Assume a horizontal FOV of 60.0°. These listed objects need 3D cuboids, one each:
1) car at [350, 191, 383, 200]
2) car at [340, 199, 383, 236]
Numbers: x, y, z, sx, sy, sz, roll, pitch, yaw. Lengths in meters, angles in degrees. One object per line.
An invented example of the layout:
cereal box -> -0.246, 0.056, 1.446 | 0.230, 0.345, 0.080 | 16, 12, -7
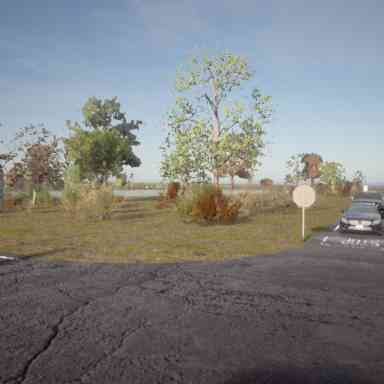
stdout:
car -> 14.041, 0.948, 26.573 | 2.150, 2.045, 5.566 | 1, 1, 29
car -> 8.918, 1.337, 17.446 | 1.812, 1.442, 4.674 | 1, 1, 29
